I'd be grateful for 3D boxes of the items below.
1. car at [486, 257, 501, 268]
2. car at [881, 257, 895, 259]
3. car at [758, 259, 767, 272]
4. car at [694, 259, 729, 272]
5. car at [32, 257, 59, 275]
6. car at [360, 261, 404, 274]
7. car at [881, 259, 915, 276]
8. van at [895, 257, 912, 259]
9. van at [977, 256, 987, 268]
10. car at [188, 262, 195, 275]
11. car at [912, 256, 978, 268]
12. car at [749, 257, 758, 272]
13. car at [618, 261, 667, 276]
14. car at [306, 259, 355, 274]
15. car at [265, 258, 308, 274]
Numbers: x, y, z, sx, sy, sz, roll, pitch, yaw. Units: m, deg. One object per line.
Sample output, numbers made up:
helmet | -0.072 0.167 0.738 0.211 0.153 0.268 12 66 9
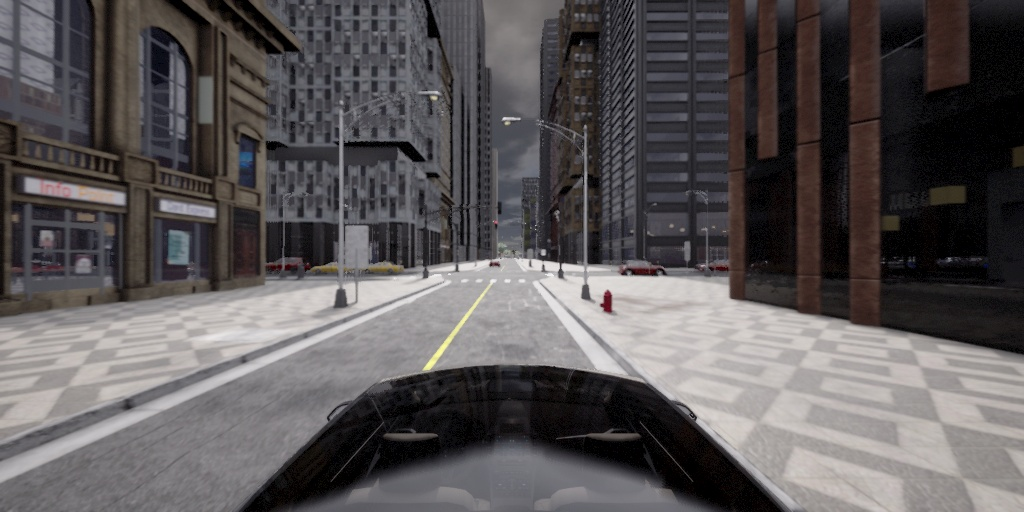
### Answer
car | -2.975 1.328 61.957 1.895 1.301 4.718 0 0 0
car | 39.992 0.955 41.104 5.009 1.841 2.192 0 0 0
car | 30.054 1.203 38.503 5.357 1.411 2.033 0 0 0
car | 23.164 1.120 41.214 4.097 1.591 1.967 0 0 0
car | -49.732 0.891 35.928 5.566 2.045 2.150 0 0 0
car | -14.998 1.304 41.461 4.829 1.417 1.751 0 0 0
car | 34.345 1.194 32.616 4.313 1.339 1.948 0 0 0
van | 45.600 0.969 41.068 3.998 1.789 1.690 0 0 0
van | 45.562 0.944 32.543 3.998 1.789 1.690 0 0 0
car | -31.671 1.345 33.044 4.507 1.381 1.888 0 0 0
car | 46.788 0.964 38.300 5.357 1.411 2.033 0 0 0
car | 28.773 1.106 41.177 4.097 1.591 1.967 0 0 0
car | 11.910 1.123 32.761 4.097 1.591 1.967 0 0 0
car | -20.600 1.320 41.498 4.829 1.417 1.751 0 0 0
car | -26.031 1.124 41.533 5.009 1.841 2.192 0 0 0
